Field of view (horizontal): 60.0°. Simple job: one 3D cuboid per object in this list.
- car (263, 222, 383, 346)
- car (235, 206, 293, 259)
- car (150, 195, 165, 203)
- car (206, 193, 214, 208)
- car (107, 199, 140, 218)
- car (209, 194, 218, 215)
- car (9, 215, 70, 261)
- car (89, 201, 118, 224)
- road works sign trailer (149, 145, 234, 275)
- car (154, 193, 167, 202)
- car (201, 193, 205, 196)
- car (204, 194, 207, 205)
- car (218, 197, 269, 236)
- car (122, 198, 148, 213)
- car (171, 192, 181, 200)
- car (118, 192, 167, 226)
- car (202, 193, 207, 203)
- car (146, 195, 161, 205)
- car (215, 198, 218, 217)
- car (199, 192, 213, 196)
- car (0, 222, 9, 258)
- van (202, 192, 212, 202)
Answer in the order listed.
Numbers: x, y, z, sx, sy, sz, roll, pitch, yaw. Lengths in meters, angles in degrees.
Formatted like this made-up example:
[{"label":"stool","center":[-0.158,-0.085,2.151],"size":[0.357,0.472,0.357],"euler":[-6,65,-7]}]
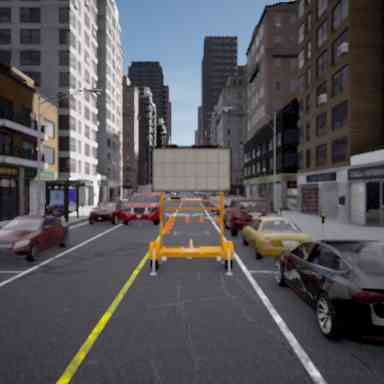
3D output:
[{"label":"car","center":[2.849,1.519,6.266],"size":[1.947,1.339,4.313],"euler":[0,0,0]},{"label":"car","center":[2.839,1.436,11.959],"size":[1.752,1.417,4.829],"euler":[0,0,0]},{"label":"car","center":[-5.764,1.152,55.956],"size":[1.947,1.339,4.313],"euler":[0,0,0]},{"label":"car","center":[2.800,1.189,33.882],"size":[1.967,1.590,4.097],"euler":[0,0,0]},{"label":"car","center":[-5.716,1.356,28.331],"size":[1.947,1.339,4.313],"euler":[0,0,0]},{"label":"car","center":[2.810,1.230,28.359],"size":[1.967,1.590,4.097],"euler":[0,0,0]},{"label":"car","center":[-5.687,1.495,11.757],"size":[1.802,1.307,4.206],"euler":[0,0,0]},{"label":"car","center":[-5.706,1.376,22.806],"size":[1.887,1.381,4.507],"euler":[0,0,0]},{"label":"road works sign trailer","center":[-0.017,0.389,10.157],"size":[2.380,3.560,2.880],"euler":[0,0,0]},{"label":"car","center":[-5.773,0.985,61.480],"size":[1.967,1.590,4.097],"euler":[0,0,0]},{"label":"car","center":[2.772,1.192,50.453],"size":[1.947,1.339,4.313],"euler":[0,0,0]},{"label":"car","center":[2.791,1.259,39.407],"size":[2.008,1.369,4.403],"euler":[0,0,0]},{"label":"car","center":[2.830,1.187,17.311],"size":[2.192,1.841,5.009],"euler":[0,0,0]},{"label":"car","center":[-5.725,1.315,33.856],"size":[1.947,1.339,4.313],"euler":[0,0,0]},{"label":"car","center":[-3.112,1.170,65.253],"size":[1.895,1.301,4.718],"euler":[0,0,0]},{"label":"car","center":[-3.137,1.055,22.397],"size":[2.150,2.045,5.566],"euler":[0,0,0]},{"label":"car","center":[2.781,1.218,44.930],"size":[2.008,1.369,4.403],"euler":[0,0,0]},{"label":"car","center":[-5.754,1.209,50.431],"size":[1.802,1.307,4.206],"euler":[0,0,0]},{"label":"car","center":[2.819,1.355,23.006],"size":[1.752,1.417,4.829],"euler":[0,0,0]},{"label":"car","center":[2.763,0.901,55.975],"size":[2.192,1.841,5.009],"euler":[0,0,0]},{"label":"car","center":[-5.677,1.498,6.231],"size":[1.887,1.381,4.507],"euler":[0,0,0]},{"label":"van","center":[2.753,0.886,61.499],"size":[1.690,1.788,3.998],"euler":[0,0,0]}]
